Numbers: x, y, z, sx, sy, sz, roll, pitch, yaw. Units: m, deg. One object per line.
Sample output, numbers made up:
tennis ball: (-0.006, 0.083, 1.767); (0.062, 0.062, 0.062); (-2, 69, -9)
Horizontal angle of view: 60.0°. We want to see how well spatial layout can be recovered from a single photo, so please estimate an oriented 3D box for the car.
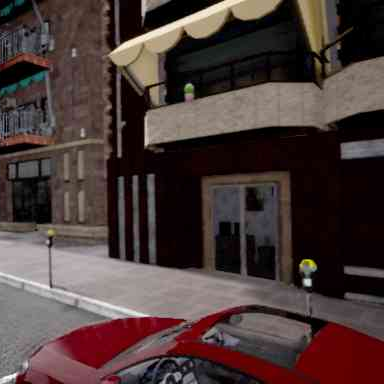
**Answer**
car: (0.332, 1.582, 2.508); (4.206, 1.307, 1.802); (0, -1, 36)
